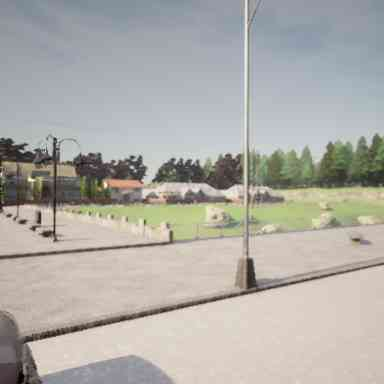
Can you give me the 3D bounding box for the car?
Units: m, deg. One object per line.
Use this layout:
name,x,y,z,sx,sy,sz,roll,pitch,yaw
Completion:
car,-3.765,1.551,1.815,5.357,1.411,2.033,1,-1,-34
